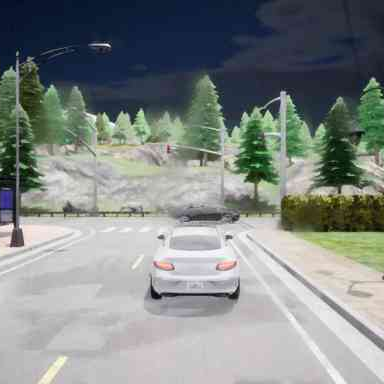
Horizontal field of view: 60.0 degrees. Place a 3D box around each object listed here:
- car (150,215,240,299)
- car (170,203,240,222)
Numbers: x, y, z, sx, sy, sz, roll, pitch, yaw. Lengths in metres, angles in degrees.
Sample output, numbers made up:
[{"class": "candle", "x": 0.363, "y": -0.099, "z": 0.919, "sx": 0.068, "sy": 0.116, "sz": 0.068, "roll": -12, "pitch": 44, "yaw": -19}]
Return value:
[{"class": "car", "x": 0.077, "y": 1.526, "z": 8.310, "sx": 1.812, "sy": 1.442, "sz": 4.674, "roll": 0, "pitch": 0, "yaw": 1}, {"class": "car", "x": 0.900, "y": 1.501, "z": 23.681, "sx": 4.902, "sy": 1.511, "sz": 2.128, "roll": 0, "pitch": 0, "yaw": 1}]
